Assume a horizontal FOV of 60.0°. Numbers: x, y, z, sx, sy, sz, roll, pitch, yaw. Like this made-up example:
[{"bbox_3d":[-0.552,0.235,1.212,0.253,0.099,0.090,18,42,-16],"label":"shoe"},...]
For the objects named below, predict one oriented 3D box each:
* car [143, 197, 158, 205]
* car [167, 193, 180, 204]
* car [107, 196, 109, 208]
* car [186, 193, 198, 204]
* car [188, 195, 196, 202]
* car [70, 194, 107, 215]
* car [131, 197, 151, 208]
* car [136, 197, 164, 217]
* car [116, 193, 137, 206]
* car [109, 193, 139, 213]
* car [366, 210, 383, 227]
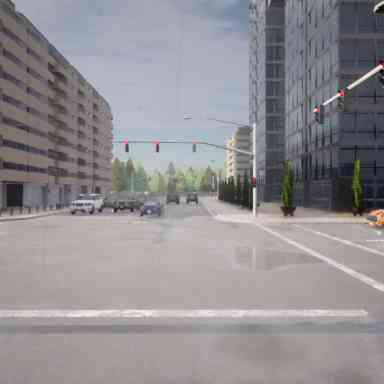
[{"bbox_3d":[-7.198,1.564,58.356,1.994,1.385,4.181,0,0,1],"label":"car"},{"bbox_3d":[-3.477,1.223,61.690,2.150,2.045,5.566,0,0,1],"label":"car"},{"bbox_3d":[-10.876,1.352,44.761,2.097,1.767,4.553,0,0,1],"label":"car"},{"bbox_3d":[0.050,1.221,63.804,2.150,2.045,5.566,0,0,1],"label":"car"},{"bbox_3d":[0.083,1.500,74.517,1.837,1.490,4.892,0,0,1],"label":"car"},{"bbox_3d":[-10.935,1.221,34.917,2.150,2.045,5.566,0,0,-1],"label":"car"},{"bbox_3d":[-7.334,1.547,48.336,2.033,1.411,5.357,0,0,1],"label":"car"},{"bbox_3d":[-3.711,1.525,31.183,1.812,1.442,4.674,0,0,0],"label":"car"},{"bbox_3d":[-10.747,1.221,54.962,2.150,2.045,5.566,0,0,1],"label":"car"},{"bbox_3d":[-7.426,1.221,38.092,2.150,2.045,5.566,0,0,1],"label":"car"},{"bbox_3d":[13.575,1.407,21.083,4.553,1.767,2.097,0,0,0],"label":"car"}]
